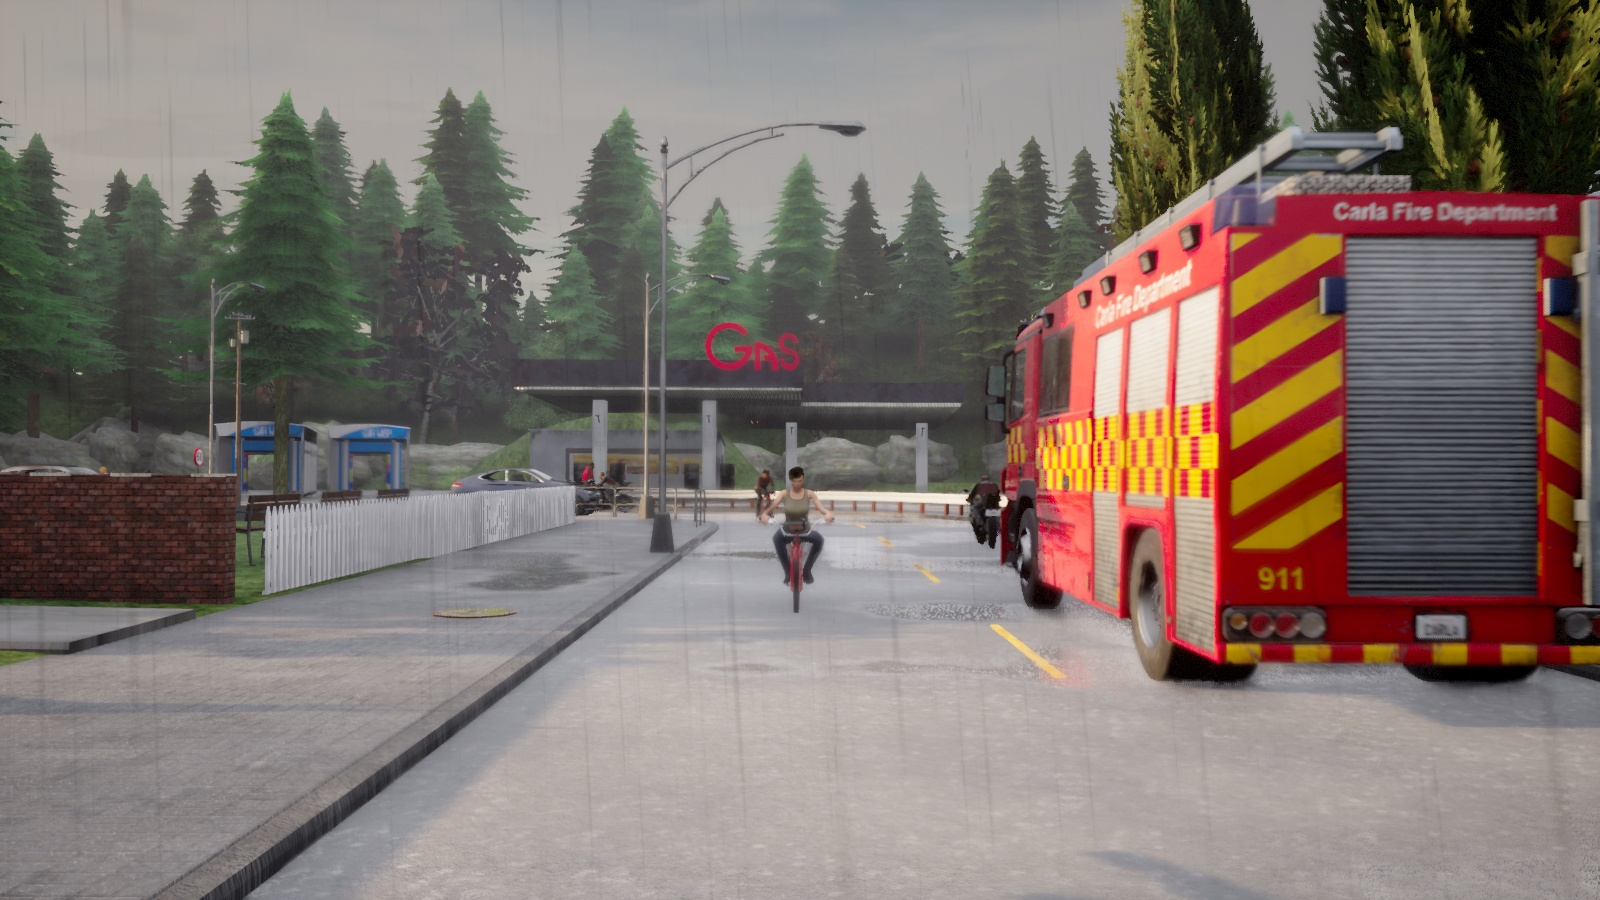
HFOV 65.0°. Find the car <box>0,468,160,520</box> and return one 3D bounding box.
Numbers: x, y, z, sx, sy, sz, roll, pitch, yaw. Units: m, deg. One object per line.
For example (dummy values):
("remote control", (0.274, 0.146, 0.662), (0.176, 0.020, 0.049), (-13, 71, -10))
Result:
("car", (-24.282, 1.460, 42.012), (4.611, 1.667, 2.242), (0, -1, 0))

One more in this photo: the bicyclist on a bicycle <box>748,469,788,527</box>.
("bicyclist on a bicycle", (-0.951, 1.383, 36.458), (0.582, 1.620, 1.656), (-2, 0, -21))

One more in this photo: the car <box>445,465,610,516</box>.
("car", (-9.065, 1.334, 42.040), (5.027, 1.651, 2.152), (0, -1, 1))

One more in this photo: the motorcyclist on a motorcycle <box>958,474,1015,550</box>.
("motorcyclist on a motorcycle", (3.937, 1.280, 26.615), (0.866, 1.530, 2.191), (0, -1, 0))

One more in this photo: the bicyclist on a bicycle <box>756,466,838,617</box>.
("bicyclist on a bicycle", (-0.029, 0.989, 14.180), (0.866, 1.612, 1.509), (0, -1, 0))

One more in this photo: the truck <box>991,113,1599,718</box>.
("truck", (3.966, -0.161, 12.198), (2.891, 3.827, 8.468), (0, -1, 0))

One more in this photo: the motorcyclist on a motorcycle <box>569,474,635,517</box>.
("motorcyclist on a motorcycle", (-7.244, 1.649, 45.963), (2.191, 1.530, 0.866), (0, 0, 9))

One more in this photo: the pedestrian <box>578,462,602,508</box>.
("pedestrian", (-8.513, 1.413, 51.003), (0.899, 1.844, 0.634), (0, -1, -4))
